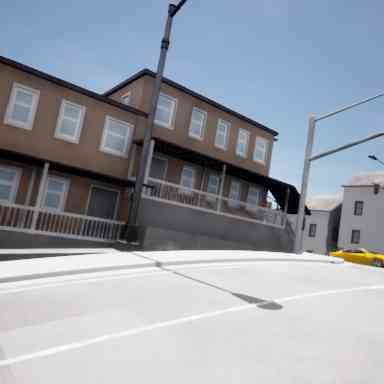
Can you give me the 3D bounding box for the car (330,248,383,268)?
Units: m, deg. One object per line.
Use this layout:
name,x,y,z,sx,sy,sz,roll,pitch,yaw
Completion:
car,13.168,5.130,25.712,1.882,1.535,5.008,14,-15,-33
